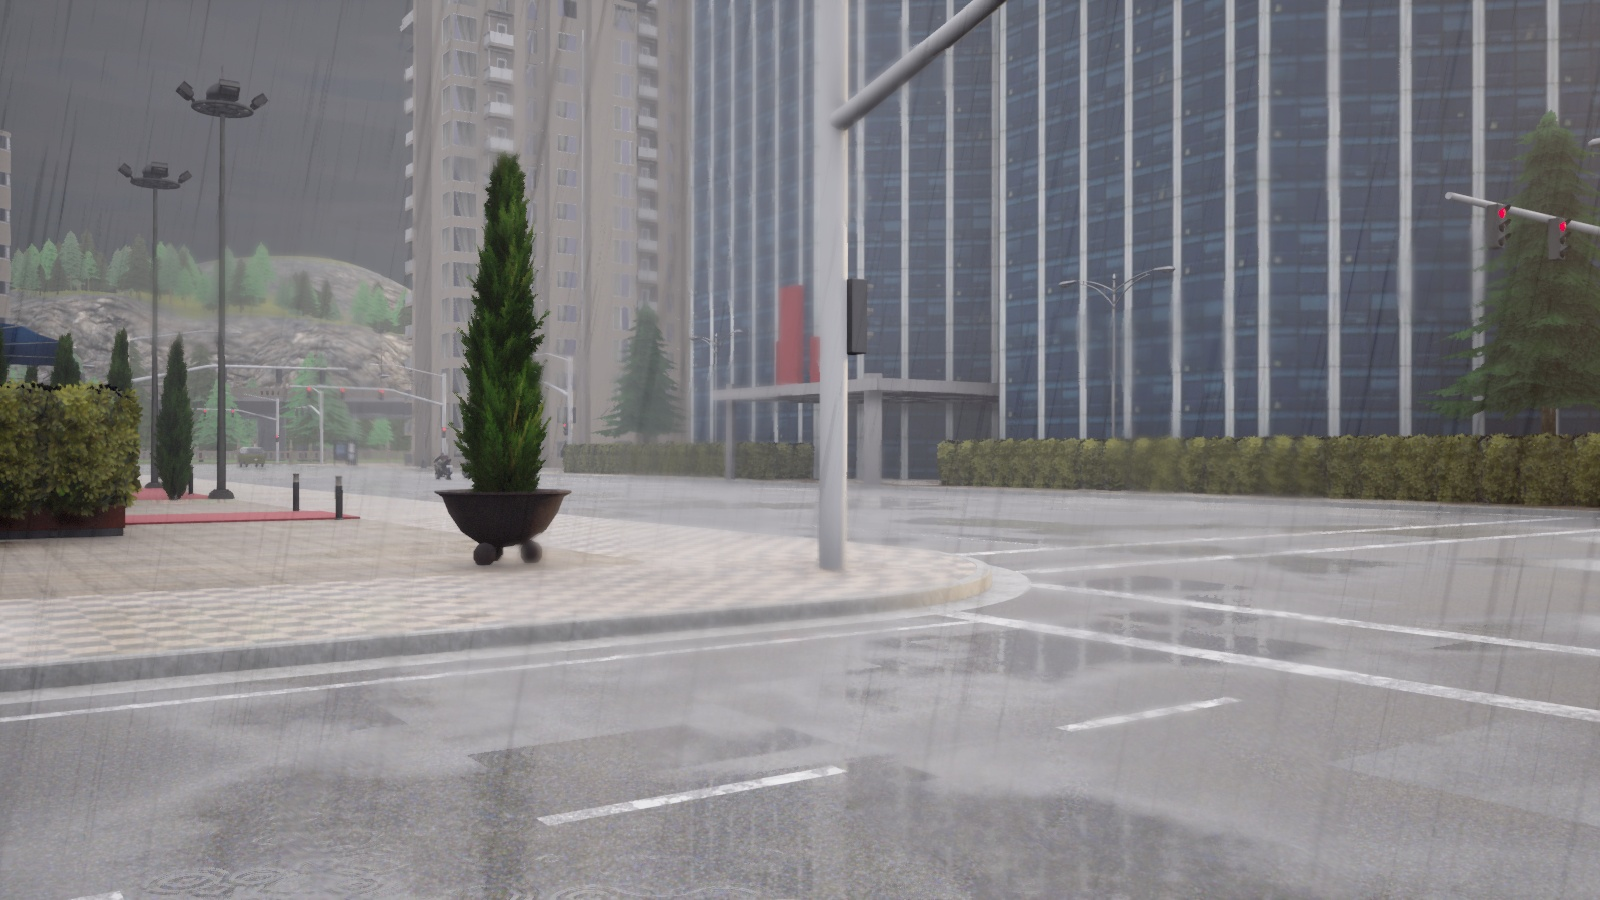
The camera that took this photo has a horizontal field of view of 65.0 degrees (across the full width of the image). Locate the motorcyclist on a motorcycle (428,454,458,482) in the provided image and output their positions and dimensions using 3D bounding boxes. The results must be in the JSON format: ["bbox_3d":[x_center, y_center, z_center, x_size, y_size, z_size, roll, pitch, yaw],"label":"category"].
[{"bbox_3d":[-19.588,0.990,68.870,0.866,1.530,2.191,0,0,-35],"label":"motorcyclist on a motorcycle"}]
